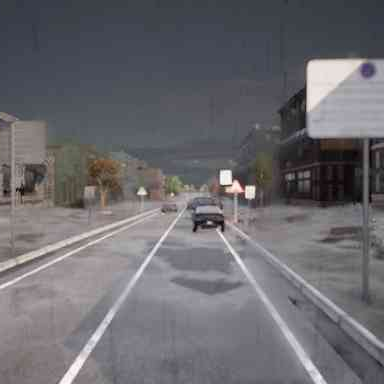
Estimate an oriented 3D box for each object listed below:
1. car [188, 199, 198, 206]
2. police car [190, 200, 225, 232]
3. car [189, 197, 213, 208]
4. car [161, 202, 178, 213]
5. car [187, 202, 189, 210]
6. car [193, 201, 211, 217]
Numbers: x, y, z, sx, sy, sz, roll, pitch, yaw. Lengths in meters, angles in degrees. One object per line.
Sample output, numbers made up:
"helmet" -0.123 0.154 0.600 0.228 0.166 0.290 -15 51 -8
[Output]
"car" 0.261 2.166 69.533 2.033 1.411 5.357 0 -1 0
"police car" 0.977 1.533 21.052 1.930 1.638 5.238 0 -1 0
"car" 1.014 1.486 30.974 2.150 2.045 5.566 0 -1 0
"car" -2.920 2.021 43.546 1.994 1.385 4.181 0 -1 0
"car" 0.212 1.970 54.558 2.097 1.767 4.553 0 -1 0
"car" 1.037 1.814 37.131 1.801 1.575 5.366 0 -1 0
